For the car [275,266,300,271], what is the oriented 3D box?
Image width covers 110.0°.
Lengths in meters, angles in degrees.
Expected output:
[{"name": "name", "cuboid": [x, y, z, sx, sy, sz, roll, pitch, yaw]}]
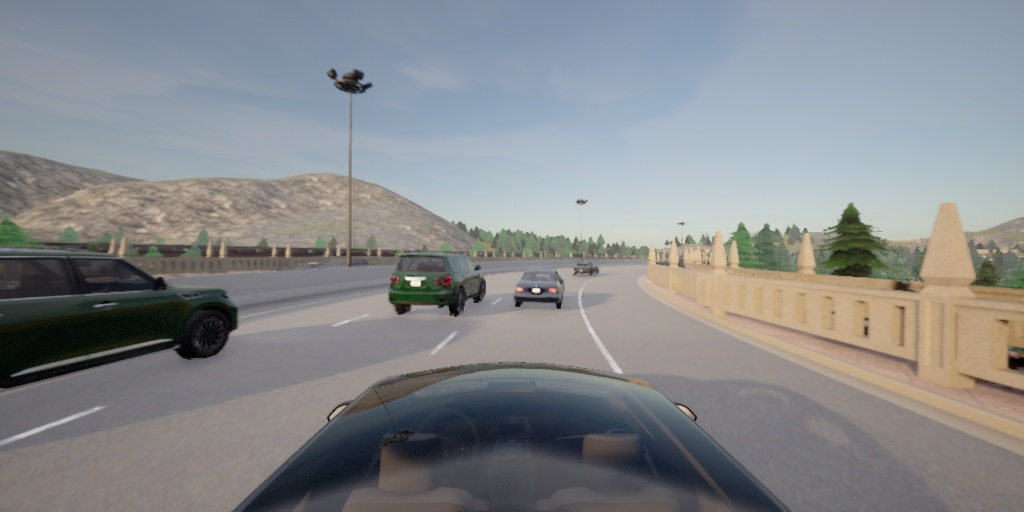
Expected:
[{"name": "car", "cuboid": [-14.510, 1.109, 25.886, 1.895, 1.301, 4.718, 1, 0, 13]}]

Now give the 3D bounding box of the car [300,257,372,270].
[{"name": "car", "cuboid": [-11.338, 0.900, 24.033, 2.097, 1.767, 4.553, 1, 0, 13]}]

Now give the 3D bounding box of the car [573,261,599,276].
[{"name": "car", "cuboid": [7.485, 1.190, 35.953, 2.128, 1.511, 4.902, 1, 0, 23]}]

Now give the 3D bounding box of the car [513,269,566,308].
[{"name": "car", "cuboid": [1.259, 1.260, 15.192, 2.033, 1.411, 5.357, 1, 0, 9]}]

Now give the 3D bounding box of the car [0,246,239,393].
[{"name": "car", "cuboid": [-6.767, 0.889, 4.997, 2.150, 2.045, 5.566, 0, 0, 2]}]

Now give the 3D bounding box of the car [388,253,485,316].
[{"name": "car", "cuboid": [-2.516, 0.902, 13.331, 2.150, 2.045, 5.566, 0, 0, 8]}]
